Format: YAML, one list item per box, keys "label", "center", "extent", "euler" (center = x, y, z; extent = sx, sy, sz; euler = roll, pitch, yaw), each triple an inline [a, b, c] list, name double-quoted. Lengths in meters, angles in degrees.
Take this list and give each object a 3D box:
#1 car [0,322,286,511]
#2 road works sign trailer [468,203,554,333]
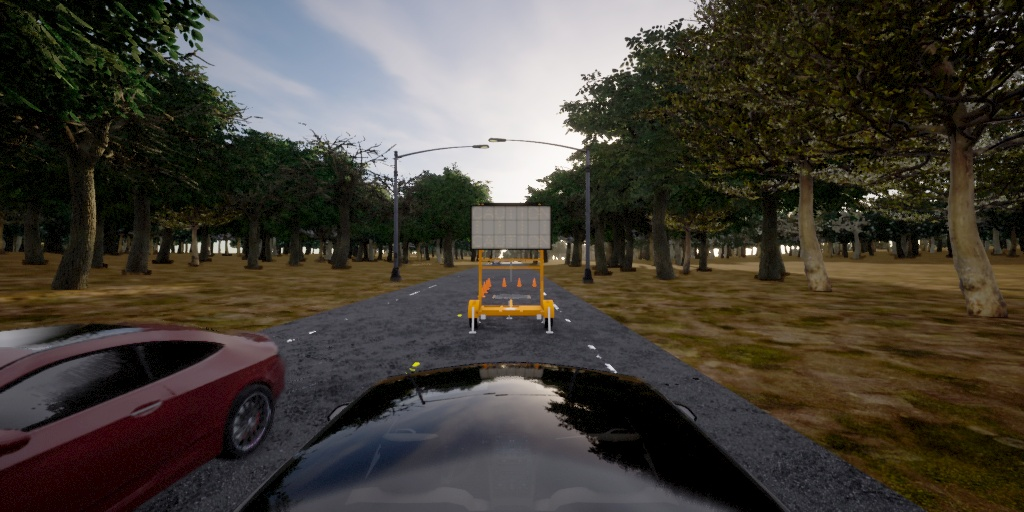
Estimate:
- label: "car"
  center: [-3.500, 1.276, 2.313]
  extent: [1.812, 1.442, 4.674]
  euler: [0, 0, 0]
- label: "road works sign trailer"
  center: [-0.026, 0.223, 10.711]
  extent: [2.380, 3.560, 2.880]
  euler: [0, 0, 0]
